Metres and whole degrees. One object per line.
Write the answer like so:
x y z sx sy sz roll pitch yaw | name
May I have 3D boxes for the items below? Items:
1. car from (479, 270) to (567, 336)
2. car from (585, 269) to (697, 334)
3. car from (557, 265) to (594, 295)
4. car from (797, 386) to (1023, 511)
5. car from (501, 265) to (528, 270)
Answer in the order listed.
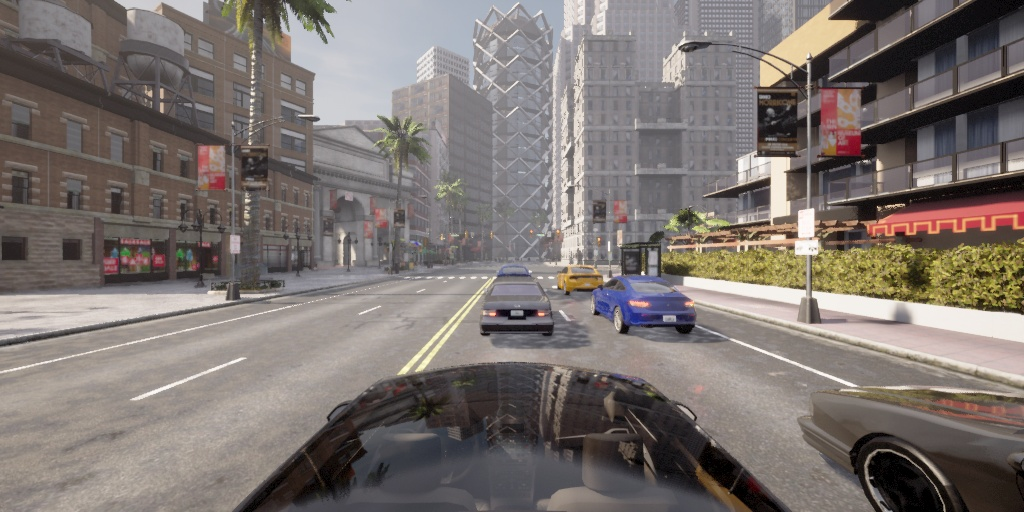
0.108 1.297 10.375 2.033 1.411 5.357 0 0 0 | car
3.620 1.276 10.549 1.812 1.442 4.674 0 0 0 | car
3.615 1.228 19.661 1.882 1.535 5.008 0 0 0 | car
3.659 1.297 0.883 2.033 1.411 5.357 0 0 -1 | car
0.116 1.228 20.161 1.882 1.535 5.008 0 0 0 | car
